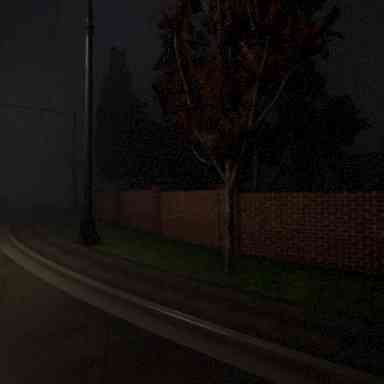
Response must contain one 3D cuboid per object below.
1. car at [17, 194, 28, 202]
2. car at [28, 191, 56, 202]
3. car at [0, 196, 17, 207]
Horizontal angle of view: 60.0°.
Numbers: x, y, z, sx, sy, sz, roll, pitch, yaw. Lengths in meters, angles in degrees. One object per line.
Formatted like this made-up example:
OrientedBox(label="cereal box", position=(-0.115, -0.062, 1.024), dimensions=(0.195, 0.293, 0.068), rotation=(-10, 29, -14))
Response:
OrientedBox(label="car", position=(-33.210, 1.219, 64.874), dimensions=(1.882, 1.535, 5.008), rotation=(0, -1, 9))
OrientedBox(label="car", position=(-29.406, 0.716, 66.386), dimensions=(2.150, 2.045, 5.566), rotation=(0, -1, 10))
OrientedBox(label="car", position=(-24.039, 1.204, 40.896), dimensions=(1.837, 1.490, 4.892), rotation=(-2, 0, -1))
